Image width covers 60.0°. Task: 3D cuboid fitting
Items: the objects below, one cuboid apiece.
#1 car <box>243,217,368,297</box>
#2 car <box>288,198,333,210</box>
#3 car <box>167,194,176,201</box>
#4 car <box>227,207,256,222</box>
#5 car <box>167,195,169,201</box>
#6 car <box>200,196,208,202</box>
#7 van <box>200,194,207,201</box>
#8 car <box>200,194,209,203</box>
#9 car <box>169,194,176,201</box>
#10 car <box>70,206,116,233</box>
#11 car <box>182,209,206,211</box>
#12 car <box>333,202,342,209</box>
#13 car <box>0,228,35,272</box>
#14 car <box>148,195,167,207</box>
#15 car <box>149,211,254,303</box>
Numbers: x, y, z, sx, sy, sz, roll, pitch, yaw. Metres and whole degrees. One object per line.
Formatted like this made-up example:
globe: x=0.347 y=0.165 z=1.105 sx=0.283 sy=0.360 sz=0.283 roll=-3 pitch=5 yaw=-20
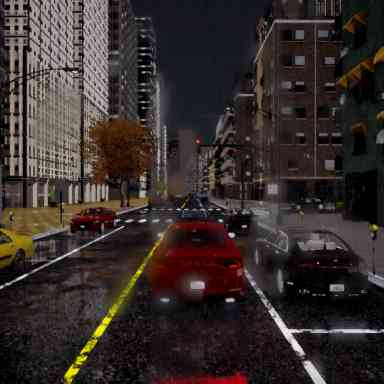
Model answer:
car: x=2.703 y=1.551 z=8.372 sx=2.008 sy=1.369 sz=4.403 roll=0 pitch=0 yaw=0
car: x=13.492 y=1.359 z=38.825 sx=4.403 sy=1.369 sz=2.008 roll=-1 pitch=1 yaw=0
car: x=-5.537 y=1.410 z=90.500 sx=2.192 sy=1.841 sz=5.009 roll=0 pitch=0 yaw=0
car: x=2.722 y=1.555 z=19.438 sx=2.008 sy=1.369 sz=4.403 roll=0 pitch=0 yaw=0
car: x=-5.593 y=1.607 z=57.363 sx=1.947 sy=1.339 sz=4.313 roll=0 pitch=0 yaw=0
car: x=2.826 y=1.599 z=79.610 sx=1.752 sy=1.417 sz=4.829 roll=0 pitch=0 yaw=0
van: x=2.835 y=1.425 z=84.964 sx=1.690 sy=1.788 sz=3.998 roll=0 pitch=0 yaw=0
car: x=2.816 y=1.630 z=73.917 sx=1.947 sy=1.339 sz=4.313 roll=0 pitch=0 yaw=0
car: x=-5.546 y=1.650 z=84.978 sx=1.947 sy=1.339 sz=4.313 roll=0 pitch=0 yaw=0
car: x=-5.658 y=1.549 z=19.452 sx=1.887 sy=1.381 sz=4.507 roll=0 pitch=0 yaw=0
car: x=0.118 y=1.605 z=18.369 sx=1.895 sy=1.301 sz=4.718 roll=0 pitch=0 yaw=0
car: x=18.889 y=1.259 z=38.870 sx=4.829 sy=1.417 sz=1.752 roll=-1 pitch=1 yaw=0
car: x=-5.677 y=1.526 z=8.217 sx=1.752 sy=1.417 sz=4.829 roll=0 pitch=0 yaw=0
car: x=-5.603 y=1.349 z=51.841 sx=2.192 sy=1.841 sz=5.009 roll=0 pitch=0 yaw=0
car: x=0.105 y=1.478 z=8.278 sx=1.882 sy=1.535 sz=5.008 roll=0 pitch=0 yaw=0
